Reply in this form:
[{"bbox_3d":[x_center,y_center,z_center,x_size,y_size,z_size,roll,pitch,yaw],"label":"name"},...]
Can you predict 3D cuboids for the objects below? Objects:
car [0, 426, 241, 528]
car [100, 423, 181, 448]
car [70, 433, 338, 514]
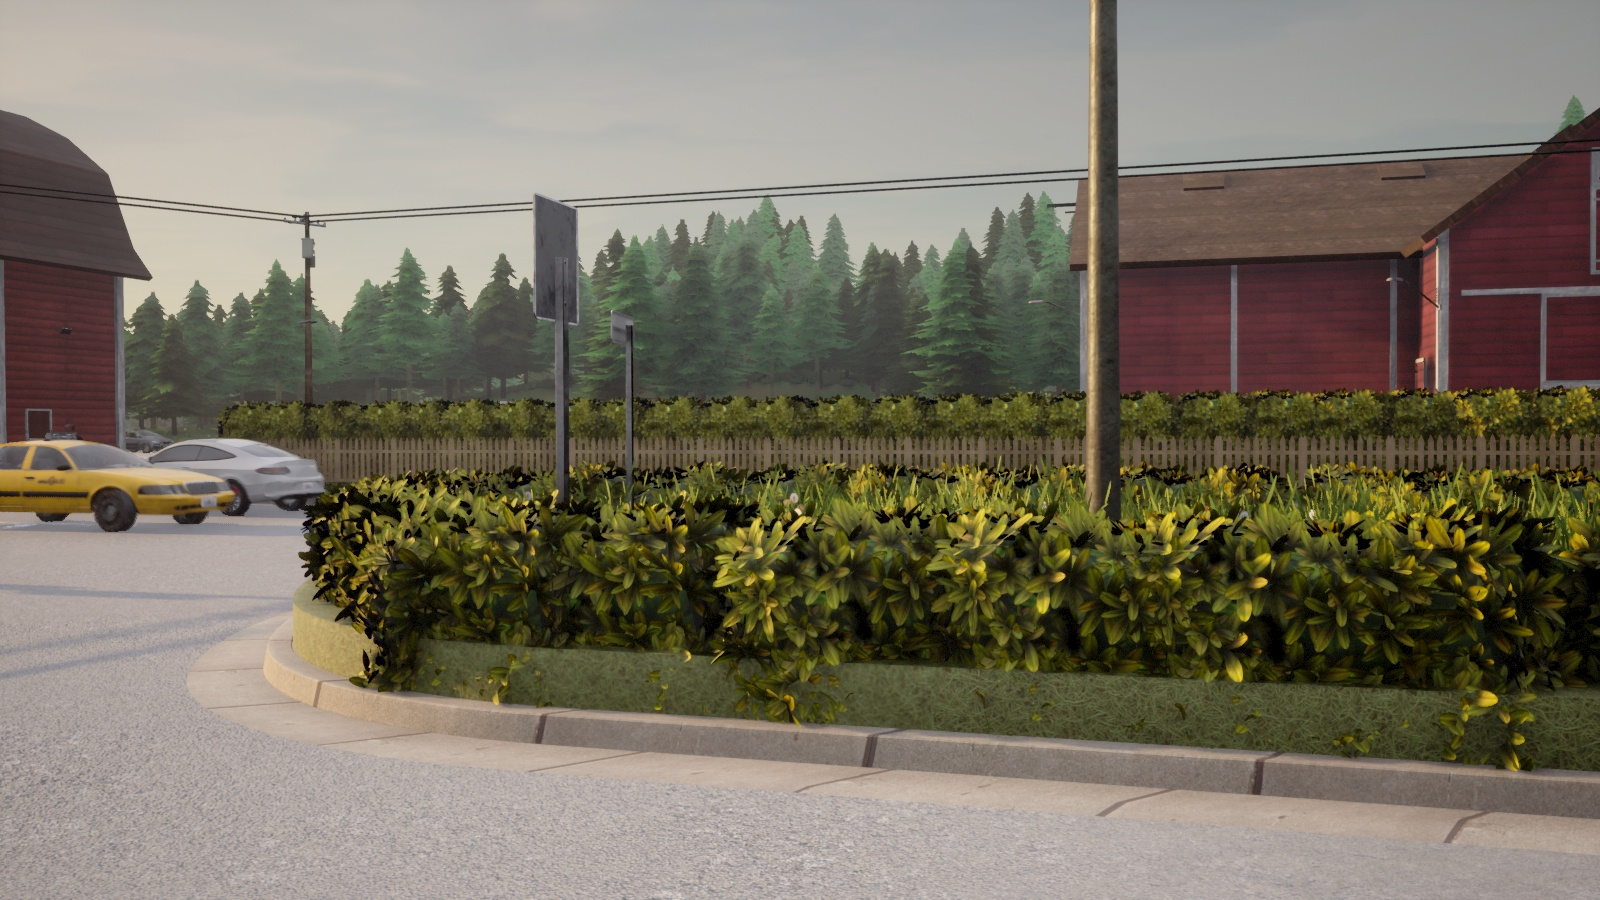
[{"bbox_3d":[-12.222,0.384,20.974,5.366,1.575,1.801,0,1,16],"label":"car"},{"bbox_3d":[-44.908,-1.007,85.554,4.611,1.667,2.242,0,1,16],"label":"car"},{"bbox_3d":[-11.585,0.417,24.458,4.674,1.442,1.812,1,1,16],"label":"car"}]
